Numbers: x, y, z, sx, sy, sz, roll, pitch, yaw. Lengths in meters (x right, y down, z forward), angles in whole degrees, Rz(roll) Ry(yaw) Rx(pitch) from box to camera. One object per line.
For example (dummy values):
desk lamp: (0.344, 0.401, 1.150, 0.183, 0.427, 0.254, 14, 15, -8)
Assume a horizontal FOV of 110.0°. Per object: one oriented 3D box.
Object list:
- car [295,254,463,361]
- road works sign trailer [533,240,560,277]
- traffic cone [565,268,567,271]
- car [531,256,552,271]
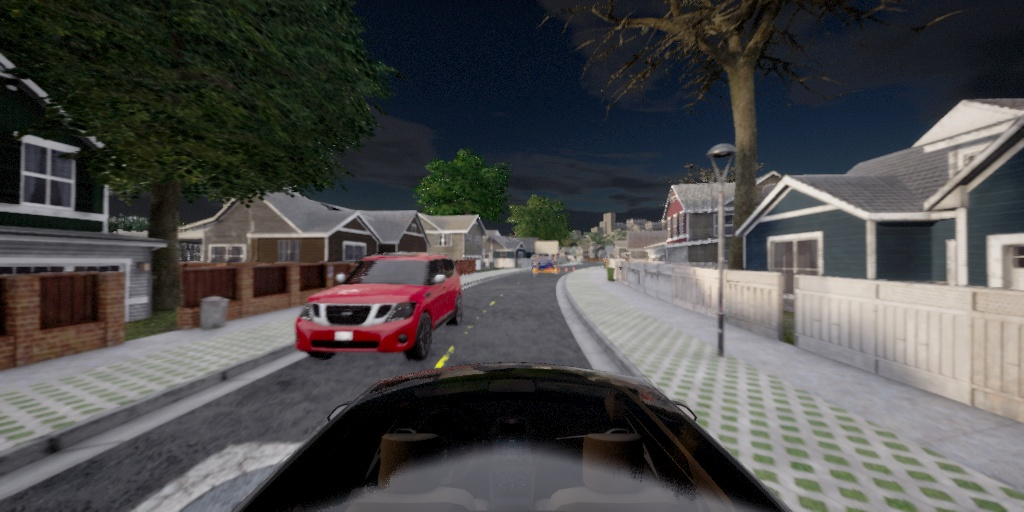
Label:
car: (-2.626, 0.957, 8.637, 2.150, 2.045, 5.566, 0, 0, 3)
road works sign trailer: (3.400, 0.213, 35.243, 2.380, 3.560, 2.880, 0, 0, 13)
traffic cone: (7.207, 1.727, 47.701, 0.340, 0.580, 0.340, 0, 0, 13)
car: (4.142, 0.998, 49.377, 2.150, 2.045, 5.566, 0, 0, 16)
